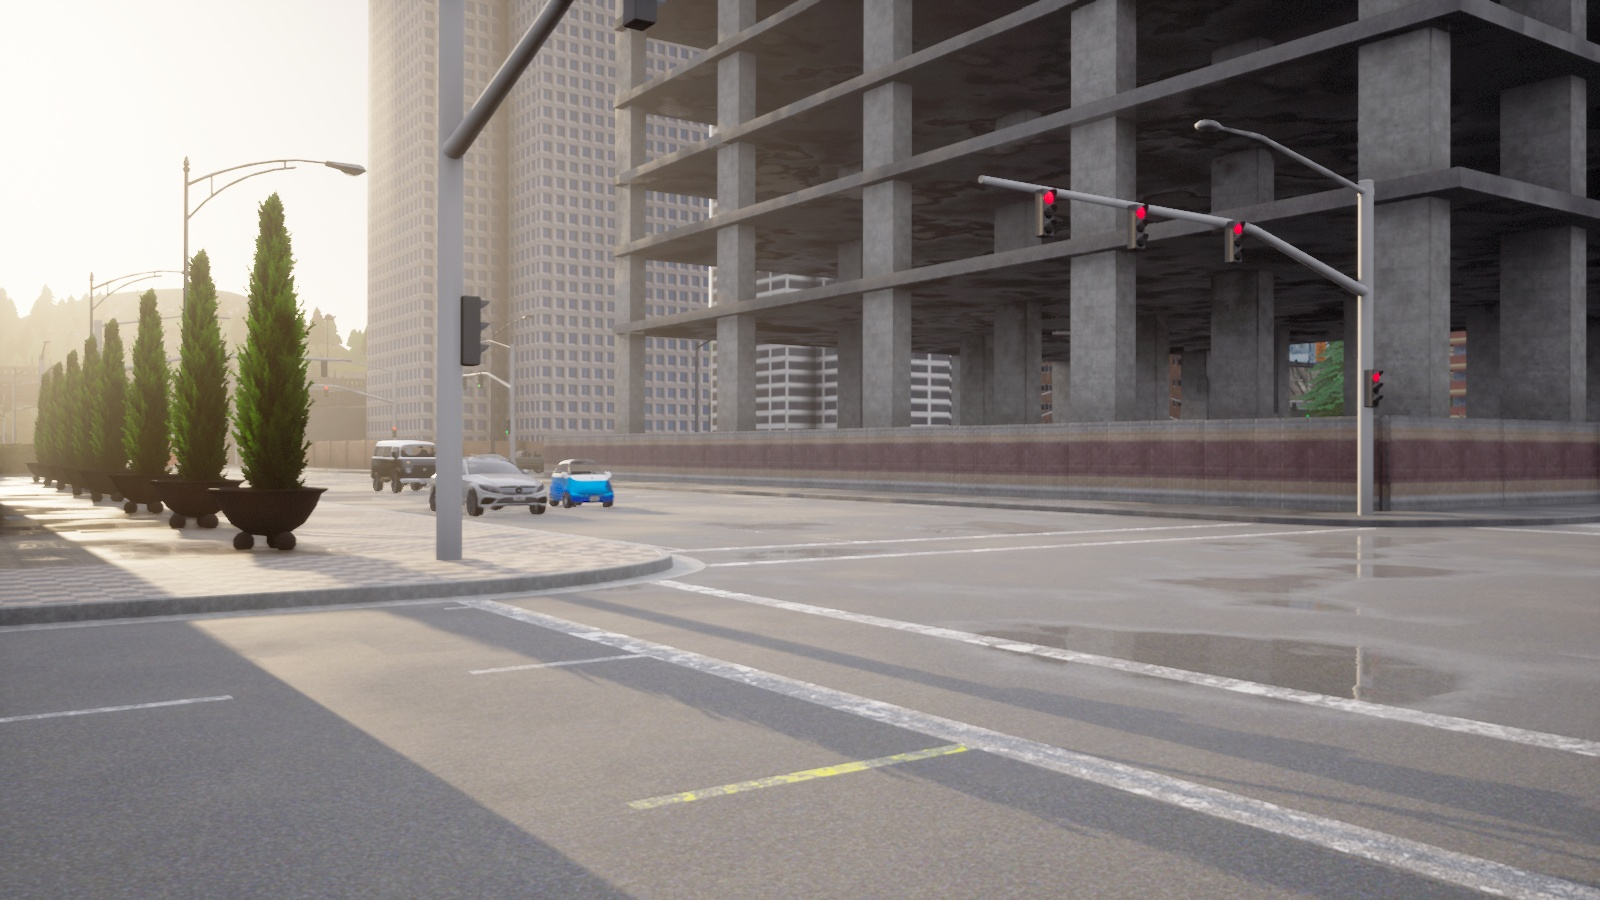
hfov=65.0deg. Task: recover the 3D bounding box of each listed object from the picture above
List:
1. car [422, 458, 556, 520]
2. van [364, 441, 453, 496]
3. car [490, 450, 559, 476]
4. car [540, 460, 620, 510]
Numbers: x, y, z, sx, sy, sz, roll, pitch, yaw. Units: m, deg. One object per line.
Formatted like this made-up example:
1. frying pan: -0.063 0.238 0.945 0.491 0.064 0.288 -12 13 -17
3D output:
1. car: -8.050 0.937 32.178 1.812 1.442 4.674 0 0 -34
2. van: -15.311 0.696 48.975 2.069 2.038 4.480 0 0 -34
3. car: -20.299 0.934 92.677 4.605 1.855 1.932 0 0 -34
4. car: -6.292 0.976 35.805 1.481 1.376 2.207 0 -1 -34
